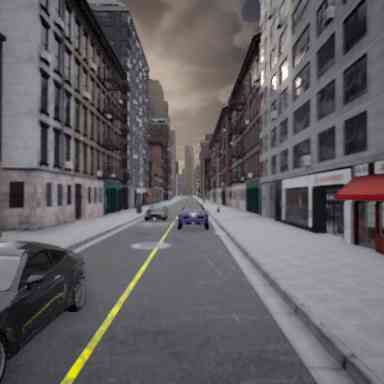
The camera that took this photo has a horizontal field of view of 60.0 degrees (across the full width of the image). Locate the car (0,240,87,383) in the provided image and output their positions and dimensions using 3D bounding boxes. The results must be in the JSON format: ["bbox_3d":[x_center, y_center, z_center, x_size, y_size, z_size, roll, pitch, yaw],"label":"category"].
[{"bbox_3d":[-3.093,1.574,5.238,1.812,1.442,4.674,0,-1,0],"label":"car"}]

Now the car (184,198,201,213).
[{"bbox_3d":[0.112,1.746,43.356,2.097,1.767,4.553,0,-1,0],"label":"car"}]

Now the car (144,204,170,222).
[{"bbox_3d":[-3.022,1.818,29.709,2.033,1.411,5.357,0,-1,1],"label":"car"}]

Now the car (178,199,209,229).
[{"bbox_3d":[0.095,1.568,23.832,2.097,1.767,4.553,0,-1,0],"label":"car"}]
